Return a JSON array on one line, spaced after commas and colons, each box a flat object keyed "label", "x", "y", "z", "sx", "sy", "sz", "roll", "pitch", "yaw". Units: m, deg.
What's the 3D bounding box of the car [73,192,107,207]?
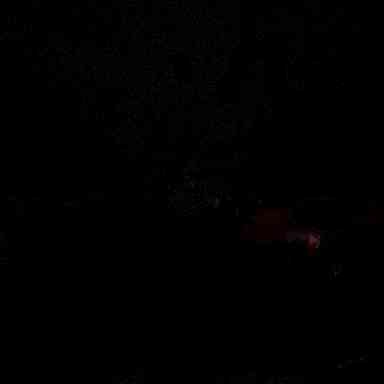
[{"label": "car", "x": -13.659, "y": 1.015, "z": 40.464, "sx": 5.566, "sy": 2.045, "sz": 2.435, "roll": -1, "pitch": 1, "yaw": -20}]

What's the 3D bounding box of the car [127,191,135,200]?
[{"label": "car", "x": -14.214, "y": 1.130, "z": 64.195, "sx": 5.008, "sy": 1.535, "sz": 2.097, "roll": -1, "pitch": 1, "yaw": -22}]

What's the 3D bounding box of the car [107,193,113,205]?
[{"label": "car", "x": -13.488, "y": 1.243, "z": 43.520, "sx": 5.366, "sy": 1.575, "sz": 1.946, "roll": -1, "pitch": 0, "yaw": -21}]

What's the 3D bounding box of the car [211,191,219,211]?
[{"label": "car", "x": 4.690, "y": 1.086, "z": 24.829, "sx": 5.566, "sy": 2.045, "sz": 2.435, "roll": 1, "pitch": 0, "yaw": -20}]

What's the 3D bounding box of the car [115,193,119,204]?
[{"label": "car", "x": -13.720, "y": 1.089, "z": 49.396, "sx": 4.553, "sy": 1.767, "sz": 2.185, "roll": -1, "pitch": 1, "yaw": -21}]

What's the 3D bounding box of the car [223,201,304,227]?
[{"label": "car", "x": 4.652, "y": 1.385, "z": 21.797, "sx": 4.792, "sy": 1.488, "sz": 2.163, "roll": 1, "pitch": 1, "yaw": -20}]

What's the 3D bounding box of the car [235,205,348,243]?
[{"label": "car", "x": 4.685, "y": 1.421, "z": 15.785, "sx": 4.792, "sy": 1.488, "sz": 2.163, "roll": 1, "pitch": 1, "yaw": -20}]

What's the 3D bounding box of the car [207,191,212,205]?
[{"label": "car", "x": 4.657, "y": 1.050, "z": 30.837, "sx": 5.566, "sy": 2.045, "sz": 2.435, "roll": 1, "pitch": 0, "yaw": -20}]

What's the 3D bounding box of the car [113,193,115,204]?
[{"label": "car", "x": -13.692, "y": 1.233, "z": 46.420, "sx": 4.892, "sy": 1.521, "sz": 2.231, "roll": -1, "pitch": 1, "yaw": -21}]

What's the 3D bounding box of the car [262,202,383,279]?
[{"label": "car", "x": 4.706, "y": 1.303, "z": 9.778, "sx": 4.553, "sy": 1.767, "sz": 2.185, "roll": 1, "pitch": 0, "yaw": -20}]

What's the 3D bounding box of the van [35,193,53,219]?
[{"label": "van", "x": -13.426, "y": 1.126, "z": 25.641, "sx": 4.442, "sy": 1.987, "sz": 1.878, "roll": -1, "pitch": 0, "yaw": -20}]

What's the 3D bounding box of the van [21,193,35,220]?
[{"label": "van", "x": -13.405, "y": 1.144, "z": 22.664, "sx": 4.442, "sy": 1.987, "sz": 1.878, "roll": -1, "pitch": 0, "yaw": -20}]

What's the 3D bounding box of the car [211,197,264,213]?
[{"label": "car", "x": 4.615, "y": 1.283, "z": 33.830, "sx": 5.008, "sy": 1.535, "sz": 2.097, "roll": 1, "pitch": 1, "yaw": -20}]

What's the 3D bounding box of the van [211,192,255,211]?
[{"label": "van", "x": 4.490, "y": 1.038, "z": 36.792, "sx": 4.442, "sy": 1.987, "sz": 1.878, "roll": 1, "pitch": 1, "yaw": -20}]

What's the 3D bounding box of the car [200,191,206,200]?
[{"label": "car", "x": 4.338, "y": 1.027, "z": 54.925, "sx": 4.553, "sy": 1.767, "sz": 2.185, "roll": 1, "pitch": 0, "yaw": -22}]

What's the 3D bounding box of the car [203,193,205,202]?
[{"label": "car", "x": 4.692, "y": 1.209, "z": 45.947, "sx": 5.366, "sy": 1.575, "sz": 1.946, "roll": 1, "pitch": 0, "yaw": -21}]

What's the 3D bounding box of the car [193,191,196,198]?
[{"label": "car", "x": 3.754, "y": 0.805, "z": 70.004, "sx": 5.566, "sy": 2.045, "sz": 2.435, "roll": 1, "pitch": 1, "yaw": -23}]

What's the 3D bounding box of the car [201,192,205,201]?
[{"label": "car", "x": 4.490, "y": 1.191, "z": 48.889, "sx": 5.008, "sy": 1.535, "sz": 2.097, "roll": 1, "pitch": 1, "yaw": -21}]

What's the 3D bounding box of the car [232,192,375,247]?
[{"label": "car", "x": 4.705, "y": 1.159, "z": 12.774, "sx": 5.566, "sy": 2.045, "sz": 2.435, "roll": 1, "pitch": 1, "yaw": -20}]

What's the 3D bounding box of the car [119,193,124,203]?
[{"label": "car", "x": -13.801, "y": 1.198, "z": 52.352, "sx": 5.008, "sy": 1.535, "sz": 2.097, "roll": -1, "pitch": 1, "yaw": -21}]

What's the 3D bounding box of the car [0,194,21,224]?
[{"label": "car", "x": -13.523, "y": 1.138, "z": 19.632, "sx": 5.566, "sy": 2.045, "sz": 2.435, "roll": -1, "pitch": 1, "yaw": -20}]

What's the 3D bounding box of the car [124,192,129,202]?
[{"label": "car", "x": -14.011, "y": 1.194, "z": 58.260, "sx": 4.792, "sy": 1.488, "sz": 2.163, "roll": -1, "pitch": 1, "yaw": -22}]

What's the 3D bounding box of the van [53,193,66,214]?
[{"label": "van", "x": -13.446, "y": 1.109, "z": 28.619, "sx": 4.442, "sy": 1.987, "sz": 1.878, "roll": -1, "pitch": 0, "yaw": -20}]

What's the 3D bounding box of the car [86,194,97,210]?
[{"label": "car", "x": -13.583, "y": 1.313, "z": 37.518, "sx": 4.792, "sy": 1.488, "sz": 2.163, "roll": -1, "pitch": 0, "yaw": -20}]

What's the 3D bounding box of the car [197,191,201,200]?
[{"label": "car", "x": 4.175, "y": 1.114, "z": 60.970, "sx": 5.008, "sy": 1.535, "sz": 2.097, "roll": 1, "pitch": 0, "yaw": -22}]

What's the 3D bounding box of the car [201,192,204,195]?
[{"label": "car", "x": 4.415, "y": 1.173, "z": 51.907, "sx": 4.892, "sy": 1.521, "sz": 2.231, "roll": 1, "pitch": 0, "yaw": -21}]

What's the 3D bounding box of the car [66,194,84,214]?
[{"label": "car", "x": -13.395, "y": 1.313, "z": 31.619, "sx": 5.366, "sy": 1.575, "sz": 1.946, "roll": -1, "pitch": 0, "yaw": -20}]

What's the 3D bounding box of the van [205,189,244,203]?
[{"label": "van", "x": 4.446, "y": 1.001, "z": 42.816, "sx": 4.442, "sy": 1.987, "sz": 1.878, "roll": 1, "pitch": 1, "yaw": -21}]

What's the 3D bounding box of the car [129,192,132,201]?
[{"label": "car", "x": -14.064, "y": 1.176, "z": 61.254, "sx": 4.792, "sy": 1.488, "sz": 2.163, "roll": -1, "pitch": 0, "yaw": -22}]

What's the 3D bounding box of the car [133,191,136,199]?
[{"label": "car", "x": -14.399, "y": 0.988, "z": 67.144, "sx": 4.553, "sy": 1.767, "sz": 2.185, "roll": -1, "pitch": 0, "yaw": -23}]

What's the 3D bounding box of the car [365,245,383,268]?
[{"label": "car", "x": 4.753, "y": 1.465, "z": 3.761, "sx": 5.008, "sy": 1.535, "sz": 2.097, "roll": 1, "pitch": 1, "yaw": -20}]

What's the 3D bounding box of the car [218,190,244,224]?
[{"label": "car", "x": 4.675, "y": 1.122, "z": 18.788, "sx": 5.566, "sy": 2.045, "sz": 2.435, "roll": 1, "pitch": 1, "yaw": -20}]

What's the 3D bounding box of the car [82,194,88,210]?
[{"label": "car", "x": -13.615, "y": 1.331, "z": 34.515, "sx": 4.792, "sy": 1.488, "sz": 2.163, "roll": -1, "pitch": 1, "yaw": -20}]

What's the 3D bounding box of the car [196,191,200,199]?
[{"label": "car", "x": 3.934, "y": 1.076, "z": 67.003, "sx": 5.008, "sy": 1.535, "sz": 2.097, "roll": 1, "pitch": 1, "yaw": -23}]

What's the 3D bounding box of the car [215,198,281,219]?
[{"label": "car", "x": 4.649, "y": 1.319, "z": 27.820, "sx": 5.008, "sy": 1.535, "sz": 2.097, "roll": 1, "pitch": 1, "yaw": -20}]
